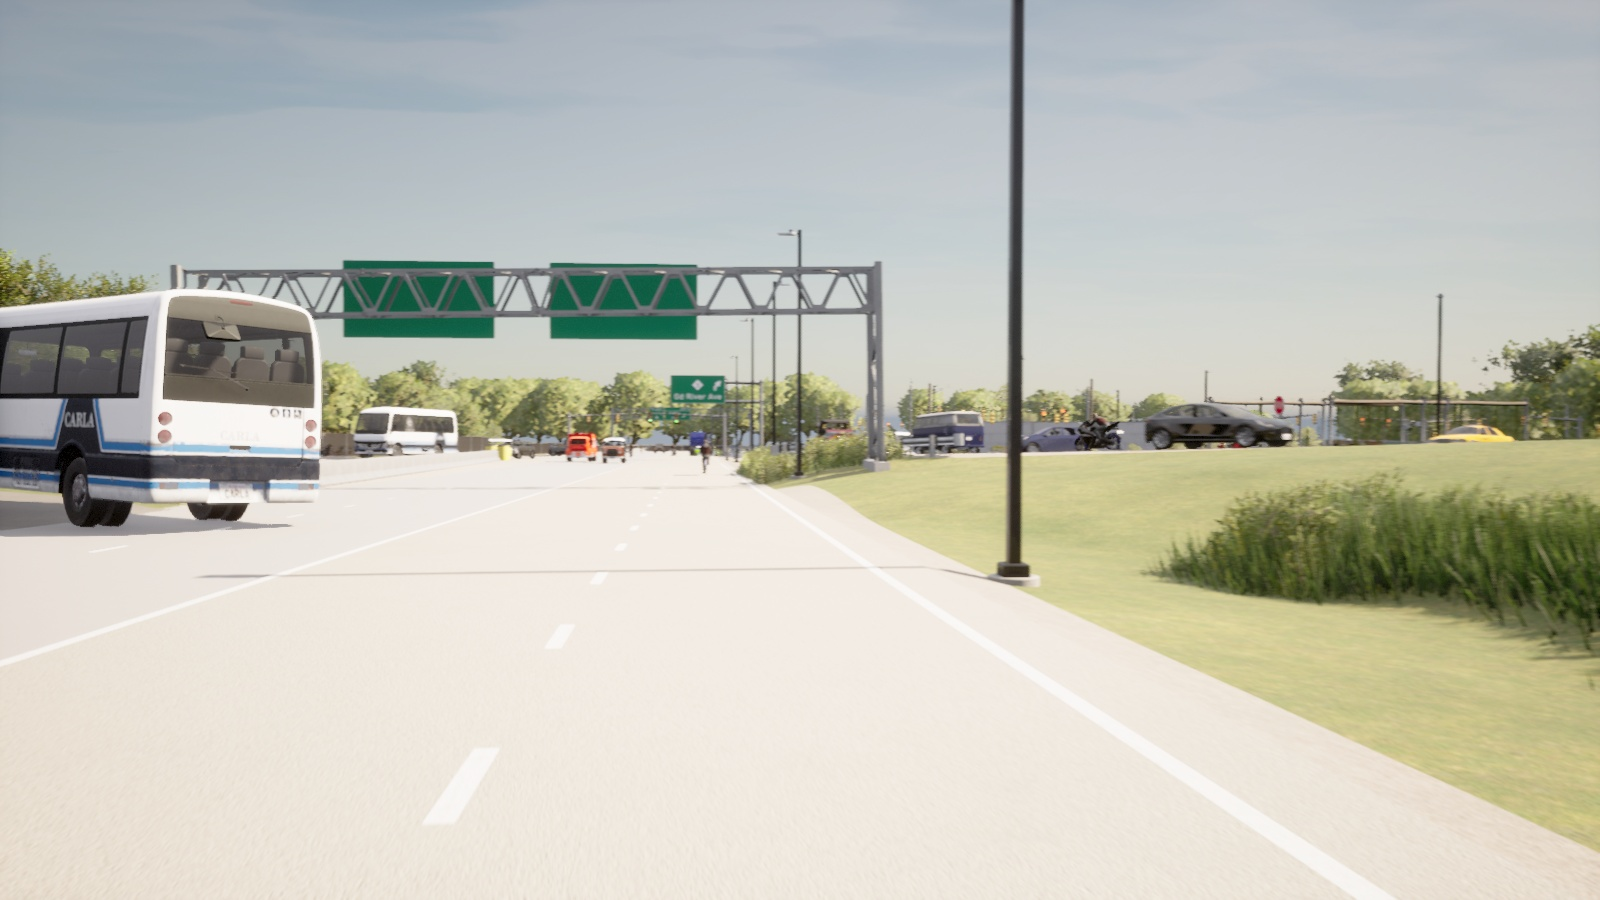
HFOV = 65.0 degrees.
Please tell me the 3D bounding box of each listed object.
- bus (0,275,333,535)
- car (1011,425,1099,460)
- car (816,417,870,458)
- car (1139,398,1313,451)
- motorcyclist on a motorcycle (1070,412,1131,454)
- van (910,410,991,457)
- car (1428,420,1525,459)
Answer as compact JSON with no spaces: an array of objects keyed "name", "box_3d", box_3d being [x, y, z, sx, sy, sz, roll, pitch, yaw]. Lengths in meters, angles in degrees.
[{"name":"bus","box_3d":[-14.176,-0.807,25.232,10.273,4.253,3.944,2,-1,37]},{"name":"car","box_3d":[12.039,-0.342,59.398,3.633,1.501,1.845,1,-2,-9]},{"name":"car","box_3d":[2.020,-0.581,60.643,1.905,1.878,3.866,0,-1,-9]},{"name":"car","box_3d":[13.471,-0.761,39.956,2.163,1.488,4.792,-1,-1,-39]},{"name":"motorcyclist on a motorcycle","box_3d":[11.518,-0.625,48.178,0.866,1.530,2.191,0,-1,-37]},{"name":"van","box_3d":[6.798,-0.709,57.130,1.775,1.987,4.442,0,-1,-21]},{"name":"car","box_3d":[30.968,-0.446,57.450,5.366,1.575,1.801,1,-2,-37]}]
